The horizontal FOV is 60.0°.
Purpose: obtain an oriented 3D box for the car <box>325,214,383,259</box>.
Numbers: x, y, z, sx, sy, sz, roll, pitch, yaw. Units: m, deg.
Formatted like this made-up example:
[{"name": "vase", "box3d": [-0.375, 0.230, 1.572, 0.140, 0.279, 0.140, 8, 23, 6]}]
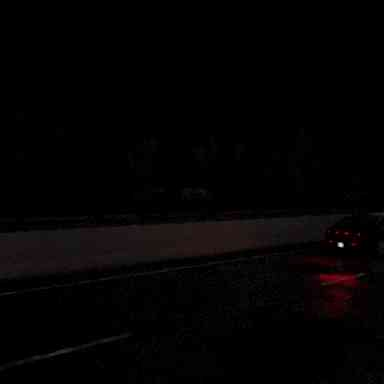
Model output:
[{"name": "car", "box3d": [7.344, 1.655, 13.382, 4.892, 1.490, 1.837, 0, 0, -35]}]
